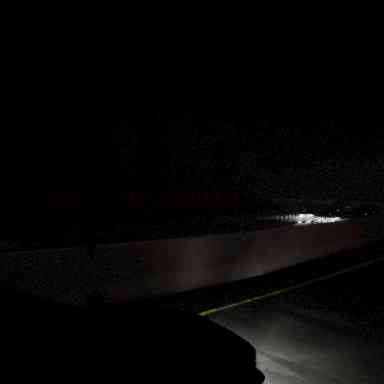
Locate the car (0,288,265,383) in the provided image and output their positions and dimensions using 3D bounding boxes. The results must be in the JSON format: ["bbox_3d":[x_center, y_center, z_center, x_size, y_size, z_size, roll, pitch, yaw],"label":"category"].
[{"bbox_3d":[-1.871,1.553,2.492,5.357,1.411,2.033,1,-1,-36],"label":"car"}]
